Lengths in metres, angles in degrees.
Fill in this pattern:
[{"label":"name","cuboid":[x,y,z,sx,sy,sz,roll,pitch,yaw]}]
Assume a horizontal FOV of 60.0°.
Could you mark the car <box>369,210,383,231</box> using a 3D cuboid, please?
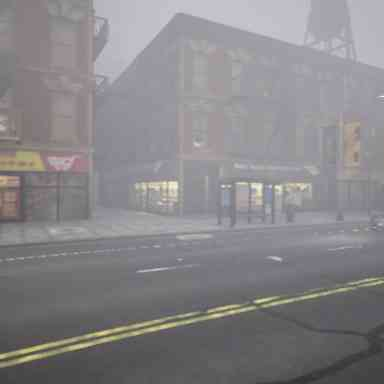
[{"label":"car","cuboid":[11.710,1.388,17.948,4.902,1.511,2.128,0,1,-27]}]
